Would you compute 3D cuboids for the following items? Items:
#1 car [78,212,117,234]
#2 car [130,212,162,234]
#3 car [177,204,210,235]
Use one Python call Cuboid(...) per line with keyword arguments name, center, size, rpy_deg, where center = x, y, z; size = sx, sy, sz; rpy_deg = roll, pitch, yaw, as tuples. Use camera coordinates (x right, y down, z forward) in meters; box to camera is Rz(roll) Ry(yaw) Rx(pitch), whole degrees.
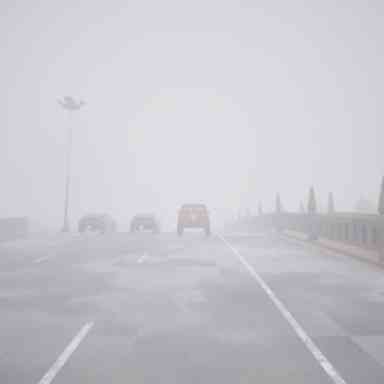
Cuboid(name="car", center=(-6.892, 2.291, 24.665), size=(1.837, 1.490, 4.892), rpy_deg=(0, -5, 0))
Cuboid(name="car", center=(-3.393, 2.297, 24.735), size=(1.837, 1.490, 4.892), rpy_deg=(0, -5, 0))
Cuboid(name="car", center=(0.107, 1.900, 23.268), size=(2.150, 2.045, 5.566), rpy_deg=(0, -4, 0))
